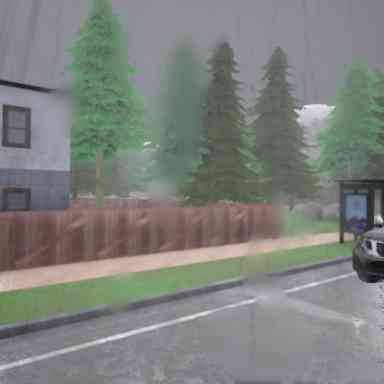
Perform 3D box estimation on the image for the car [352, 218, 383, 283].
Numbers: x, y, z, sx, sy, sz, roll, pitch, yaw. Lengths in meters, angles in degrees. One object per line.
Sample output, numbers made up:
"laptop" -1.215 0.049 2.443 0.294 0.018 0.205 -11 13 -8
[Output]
"car" 6.552 1.304 8.881 5.566 2.045 2.150 1 0 -37
